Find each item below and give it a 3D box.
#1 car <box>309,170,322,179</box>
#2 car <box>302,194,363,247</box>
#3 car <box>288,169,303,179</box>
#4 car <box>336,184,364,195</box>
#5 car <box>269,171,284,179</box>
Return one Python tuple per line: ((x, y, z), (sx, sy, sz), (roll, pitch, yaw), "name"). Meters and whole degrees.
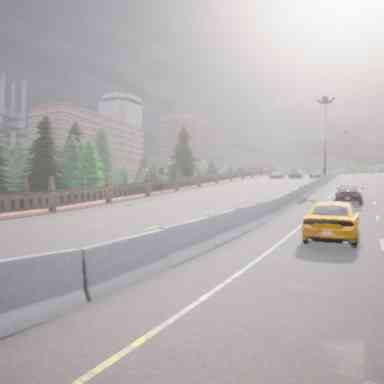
((22.261, -3.210, 59.821), (2.128, 1.511, 4.902), (0, 6, 28), "car")
((5.853, 1.130, 13.722), (1.882, 1.535, 5.008), (0, 4, 28), "car")
((19.147, -3.368, 61.412), (2.097, 1.767, 4.553), (0, 5, 28), "car")
((12.314, 0.077, 25.963), (1.812, 1.442, 4.674), (0, 6, 28), "car")
((16.065, -3.215, 63.058), (1.812, 1.442, 4.674), (0, 6, 28), "car")
